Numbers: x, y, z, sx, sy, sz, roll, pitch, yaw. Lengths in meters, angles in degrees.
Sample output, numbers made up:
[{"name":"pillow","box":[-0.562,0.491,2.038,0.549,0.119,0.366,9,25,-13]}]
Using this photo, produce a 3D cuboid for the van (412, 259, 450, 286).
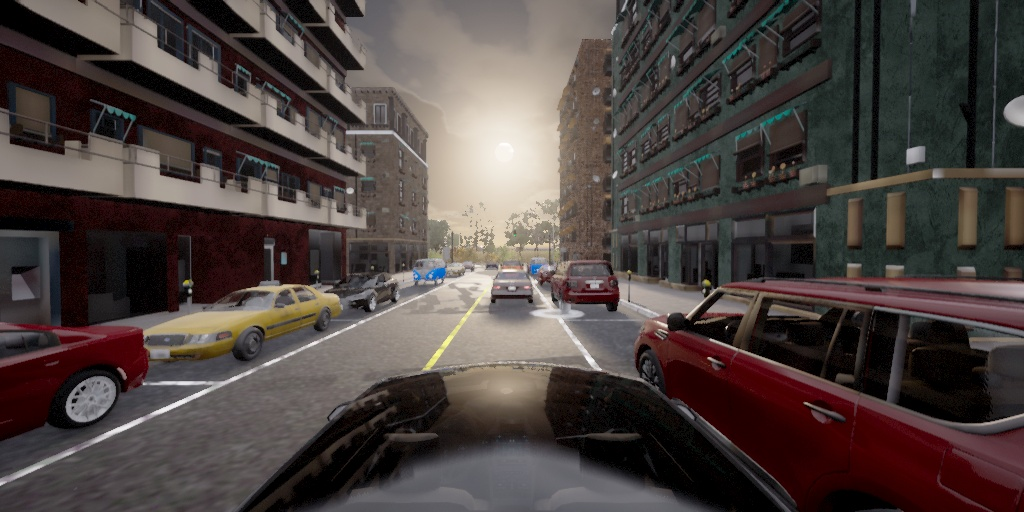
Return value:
[{"name":"van","box":[-5.691,1.077,24.958,1.690,1.789,3.998,0,0,0]}]

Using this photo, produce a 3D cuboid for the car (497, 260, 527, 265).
[{"name":"car","box":[0.000,1.100,31.475,2.097,1.767,4.553,0,0,0]}]

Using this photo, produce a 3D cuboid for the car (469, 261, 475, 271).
[{"name":"car","box":[-5.788,1.305,47.049,1.802,1.307,4.207,0,0,0]}]

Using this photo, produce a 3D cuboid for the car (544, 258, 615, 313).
[{"name":"car","box":[2.690,1.057,13.958,2.192,1.841,5.009,0,0,0]}]

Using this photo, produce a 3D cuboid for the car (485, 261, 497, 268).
[{"name":"car","box":[-2.999,1.374,54.480,1.895,1.301,4.718,0,0,0]}]

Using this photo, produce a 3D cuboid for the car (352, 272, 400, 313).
[{"name":"car","box":[-5.691,1.308,13.909,1.948,1.339,4.313,0,0,0]}]

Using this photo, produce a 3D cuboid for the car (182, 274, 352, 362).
[{"name":"car","box":[-5.691,1.270,8.216,1.751,1.417,4.829,0,0,0]}]

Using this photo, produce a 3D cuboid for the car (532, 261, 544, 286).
[{"name":"car","box":[2.689,1.282,25.006,1.888,1.381,4.507,0,0,0]}]

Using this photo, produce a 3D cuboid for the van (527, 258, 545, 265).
[{"name":"van","box":[2.690,1.071,36.055,1.690,1.789,3.998,0,0,0]}]

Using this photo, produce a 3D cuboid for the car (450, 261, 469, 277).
[{"name":"car","box":[-5.691,1.256,35.837,1.751,1.417,4.829,0,0,0]}]

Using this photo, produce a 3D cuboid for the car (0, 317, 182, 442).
[{"name":"car","box":[-5.691,1.291,2.861,1.888,1.381,4.507,0,0,0]}]

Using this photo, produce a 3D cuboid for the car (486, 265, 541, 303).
[{"name":"car","box":[0.000,1.305,16.503,2.033,1.411,5.357,0,0,0]}]

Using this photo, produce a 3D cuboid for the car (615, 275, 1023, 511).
[{"name":"car","box":[2.690,1.061,2.909,2.192,1.841,5.009,0,0,0]}]
